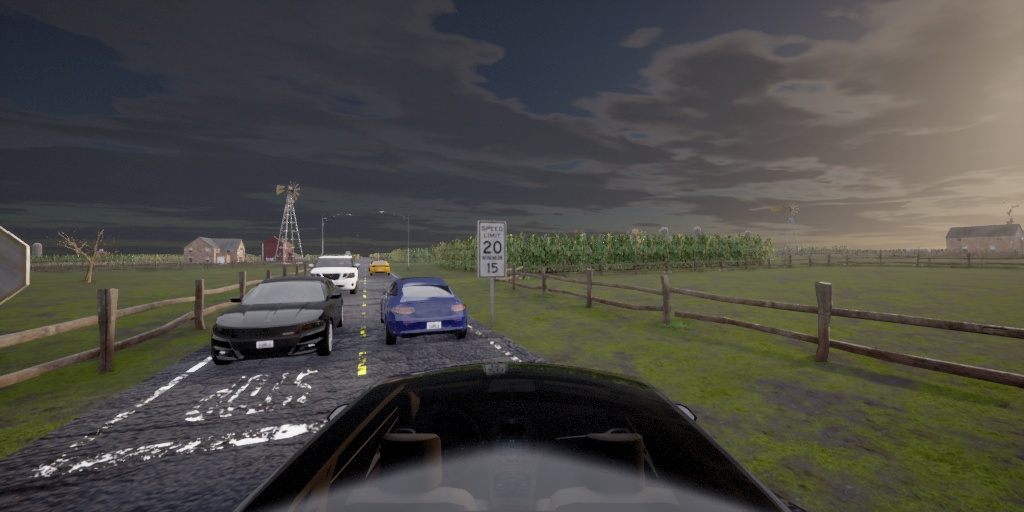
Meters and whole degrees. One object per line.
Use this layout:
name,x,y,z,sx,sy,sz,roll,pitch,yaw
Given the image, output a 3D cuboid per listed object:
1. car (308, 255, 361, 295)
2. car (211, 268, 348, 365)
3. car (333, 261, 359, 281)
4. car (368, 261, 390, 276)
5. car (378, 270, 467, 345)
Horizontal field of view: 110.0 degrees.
car,-9.668,0.975,19.682,2.150,2.045,5.566,0,0,-22
car,-5.119,1.229,8.420,1.882,1.535,5.008,0,0,-22
car,-14.567,1.254,31.740,1.837,1.490,4.892,0,2,-22
car,-14.140,1.232,38.337,1.882,1.535,5.008,0,0,-21
car,-2.488,1.278,9.589,1.812,1.442,4.674,0,0,-22
